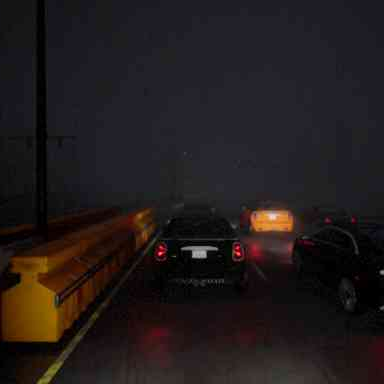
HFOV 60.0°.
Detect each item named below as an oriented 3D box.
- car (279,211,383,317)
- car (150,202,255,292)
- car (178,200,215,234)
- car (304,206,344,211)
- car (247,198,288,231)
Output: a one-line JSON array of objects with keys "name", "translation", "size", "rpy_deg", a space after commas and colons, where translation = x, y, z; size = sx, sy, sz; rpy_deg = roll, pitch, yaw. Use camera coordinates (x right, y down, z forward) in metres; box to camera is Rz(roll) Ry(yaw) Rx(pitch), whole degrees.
[{"name": "car", "translation": [3.656, 1.414, 7.276], "size": [2.128, 1.511, 4.902], "rpy_deg": [0, 0, 0]}, {"name": "car", "translation": [0.168, 1.258, 8.841], "size": [2.097, 1.767, 4.553], "rpy_deg": [0, 1, 0]}, {"name": "car", "translation": [0.248, 1.308, 18.753], "size": [1.837, 1.490, 4.892], "rpy_deg": [0, 1, 0]}, {"name": "car", "translation": [7.246, 1.408, 18.552], "size": [1.895, 1.301, 4.718], "rpy_deg": [0, 1, 0]}, {"name": "car", "translation": [3.738, 1.170, 17.431], "size": [2.097, 1.767, 4.553], "rpy_deg": [0, 1, 1]}]
